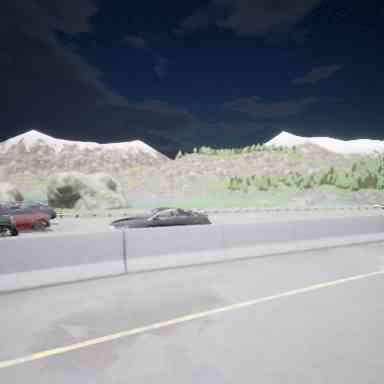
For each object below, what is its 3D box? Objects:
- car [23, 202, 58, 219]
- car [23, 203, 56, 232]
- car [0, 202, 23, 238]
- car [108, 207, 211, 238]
[{"bbox_3d":[-11.329,1.427,21.506,4.902,1.511,2.128,0,0,-34],"label":"car"},{"bbox_3d":[-9.993,1.508,18.185,4.181,1.385,1.994,0,0,-34],"label":"car"},{"bbox_3d":[-9.908,1.301,13.976,4.553,1.767,2.097,0,0,-35],"label":"car"},{"bbox_3d":[-1.405,1.466,15.463,4.902,1.511,2.128,0,0,-32],"label":"car"}]
